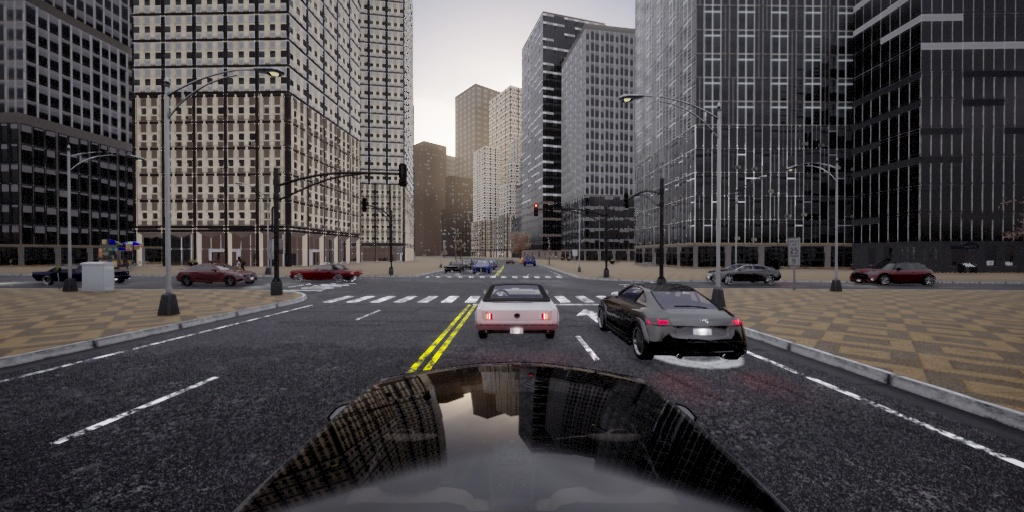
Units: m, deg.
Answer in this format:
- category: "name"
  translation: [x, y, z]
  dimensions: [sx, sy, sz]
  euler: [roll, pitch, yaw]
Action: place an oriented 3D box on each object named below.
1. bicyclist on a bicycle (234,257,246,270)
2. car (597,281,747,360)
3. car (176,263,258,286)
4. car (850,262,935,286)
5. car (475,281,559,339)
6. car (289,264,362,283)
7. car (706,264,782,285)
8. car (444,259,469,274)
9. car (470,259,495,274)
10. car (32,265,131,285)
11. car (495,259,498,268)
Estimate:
- category: "bicyclist on a bicycle"
  translation: [-24.665, 0.871, 32.554]
  dimensions: [0.582, 1.620, 1.656]
  euler: [0, 1, 1]
- category: "car"
  translation: [3.364, 1.312, 8.361]
  dimensions: [1.994, 1.385, 4.181]
  euler: [0, 0, 0]
- category: "car"
  translation: [-19.456, 1.194, 23.683]
  dimensions: [4.674, 1.442, 1.812]
  euler: [0, 0, 1]
- category: "car"
  translation: [27.426, 1.212, 25.971]
  dimensions: [4.553, 1.767, 2.097]
  euler: [1, 0, 1]
- category: "car"
  translation: [0.110, 1.348, 10.078]
  dimensions: [1.895, 1.301, 4.718]
  euler: [0, 0, 0]
- category: "car"
  translation: [-13.870, 1.268, 26.747]
  dimensions: [4.718, 1.301, 1.895]
  euler: [0, 0, 1]
- category: "car"
  translation: [16.849, 1.301, 26.211]
  dimensions: [4.902, 1.511, 2.128]
  euler: [0, 0, 1]
- category: "car"
  translation: [-6.547, 1.320, 41.361]
  dimensions: [1.895, 1.301, 4.718]
  euler: [0, 0, 0]
- category: "car"
  translation: [-3.296, 1.198, 40.688]
  dimensions: [1.882, 1.535, 5.008]
  euler: [0, 0, 0]
- category: "car"
  translation: [-28.565, 1.226, 23.924]
  dimensions: [4.718, 1.301, 1.895]
  euler: [0, 0, 1]
- category: "car"
  translation: [-3.282, 1.229, 50.032]
  dimensions: [1.812, 1.442, 4.674]
  euler: [0, 0, 0]
